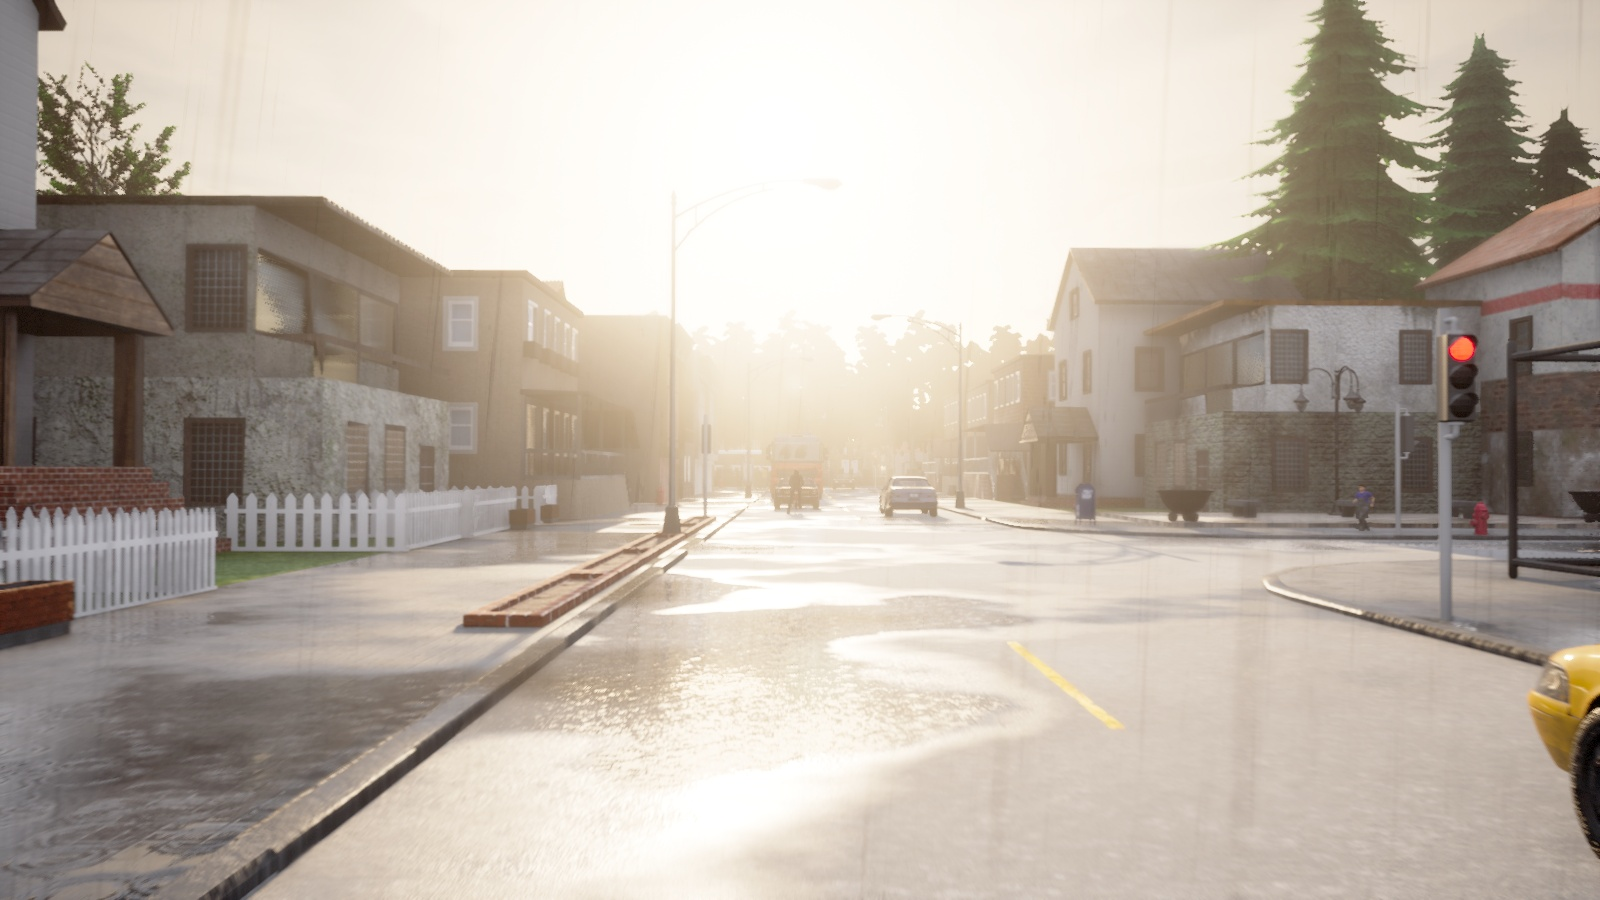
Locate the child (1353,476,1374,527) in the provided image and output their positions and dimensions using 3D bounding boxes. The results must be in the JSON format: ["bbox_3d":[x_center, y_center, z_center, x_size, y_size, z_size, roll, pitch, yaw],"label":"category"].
[{"bbox_3d":[14.076,1.270,31.362,0.437,1.263,0.270,0,-1,-30],"label":"child"}]

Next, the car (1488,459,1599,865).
[{"bbox_3d":[3.928,0.788,2.996,1.801,1.575,5.366,0,-1,2],"label":"car"}]

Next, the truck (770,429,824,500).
[{"bbox_3d":[-0.177,0.855,71.940,2.891,3.827,8.468,0,-1,0],"label":"truck"}]

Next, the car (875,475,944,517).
[{"bbox_3d":[3.890,1.606,45.345,2.033,1.411,5.357,0,-1,0],"label":"car"}]

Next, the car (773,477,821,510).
[{"bbox_3d":[-0.127,1.802,52.976,1.895,1.301,4.718,0,-1,0],"label":"car"}]
